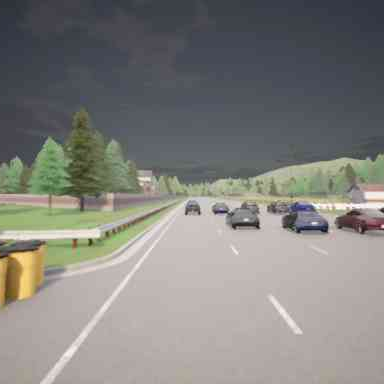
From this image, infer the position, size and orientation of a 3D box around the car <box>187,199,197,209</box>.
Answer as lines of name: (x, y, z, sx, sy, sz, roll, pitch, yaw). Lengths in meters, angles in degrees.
car: (0.004, 2.150, 60.596, 1.882, 1.535, 5.008, 0, -1, 0)

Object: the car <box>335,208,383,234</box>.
car: (10.593, 1.755, 20.612, 1.812, 1.442, 4.674, 0, -1, 0)

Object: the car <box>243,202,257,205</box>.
car: (7.103, 1.952, 41.384, 2.128, 1.511, 4.902, 0, -1, 0)

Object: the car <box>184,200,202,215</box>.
car: (0.103, 1.958, 40.882, 1.837, 1.490, 4.892, 0, -1, 0)

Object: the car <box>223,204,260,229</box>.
car: (3.602, 1.832, 24.018, 1.994, 1.385, 4.181, 0, -1, 0)

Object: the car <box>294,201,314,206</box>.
car: (14.103, 1.955, 42.986, 1.882, 1.535, 5.008, 0, 0, 0)

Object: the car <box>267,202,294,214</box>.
car: (10.603, 1.953, 41.385, 2.128, 1.511, 4.902, 0, -1, 0)

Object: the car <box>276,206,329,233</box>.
car: (7.101, 1.802, 21.287, 1.994, 1.385, 4.181, 0, -1, 0)

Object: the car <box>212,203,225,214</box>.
car: (3.604, 2.033, 42.207, 1.994, 1.385, 4.181, 0, -1, 0)
